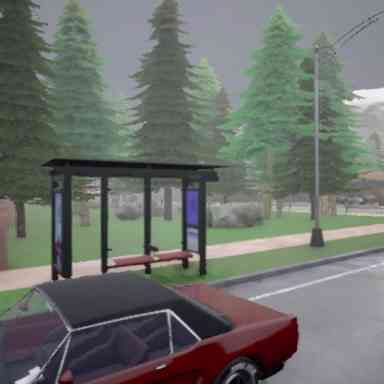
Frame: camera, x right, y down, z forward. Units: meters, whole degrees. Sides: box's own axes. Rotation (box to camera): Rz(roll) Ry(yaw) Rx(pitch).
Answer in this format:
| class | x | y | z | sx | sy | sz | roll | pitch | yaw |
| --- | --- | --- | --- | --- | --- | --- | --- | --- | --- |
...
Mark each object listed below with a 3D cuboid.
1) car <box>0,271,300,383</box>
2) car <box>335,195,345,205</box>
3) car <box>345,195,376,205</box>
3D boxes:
| class | x | y | z | sx | sy | sz | roll | pitch | yaw |
| --- | --- | --- | --- | --- | --- | --- | --- | --- | --- |
| car | -1.192 | 1.597 | 3.130 | 4.718 | 1.301 | 1.895 | 0 | 0 | -35 |
| car | 22.626 | 0.927 | 49.494 | 3.866 | 1.878 | 1.905 | 0 | 0 | -37 |
| car | 24.443 | 0.923 | 47.713 | 4.605 | 1.855 | 1.932 | 0 | 0 | -37 |
